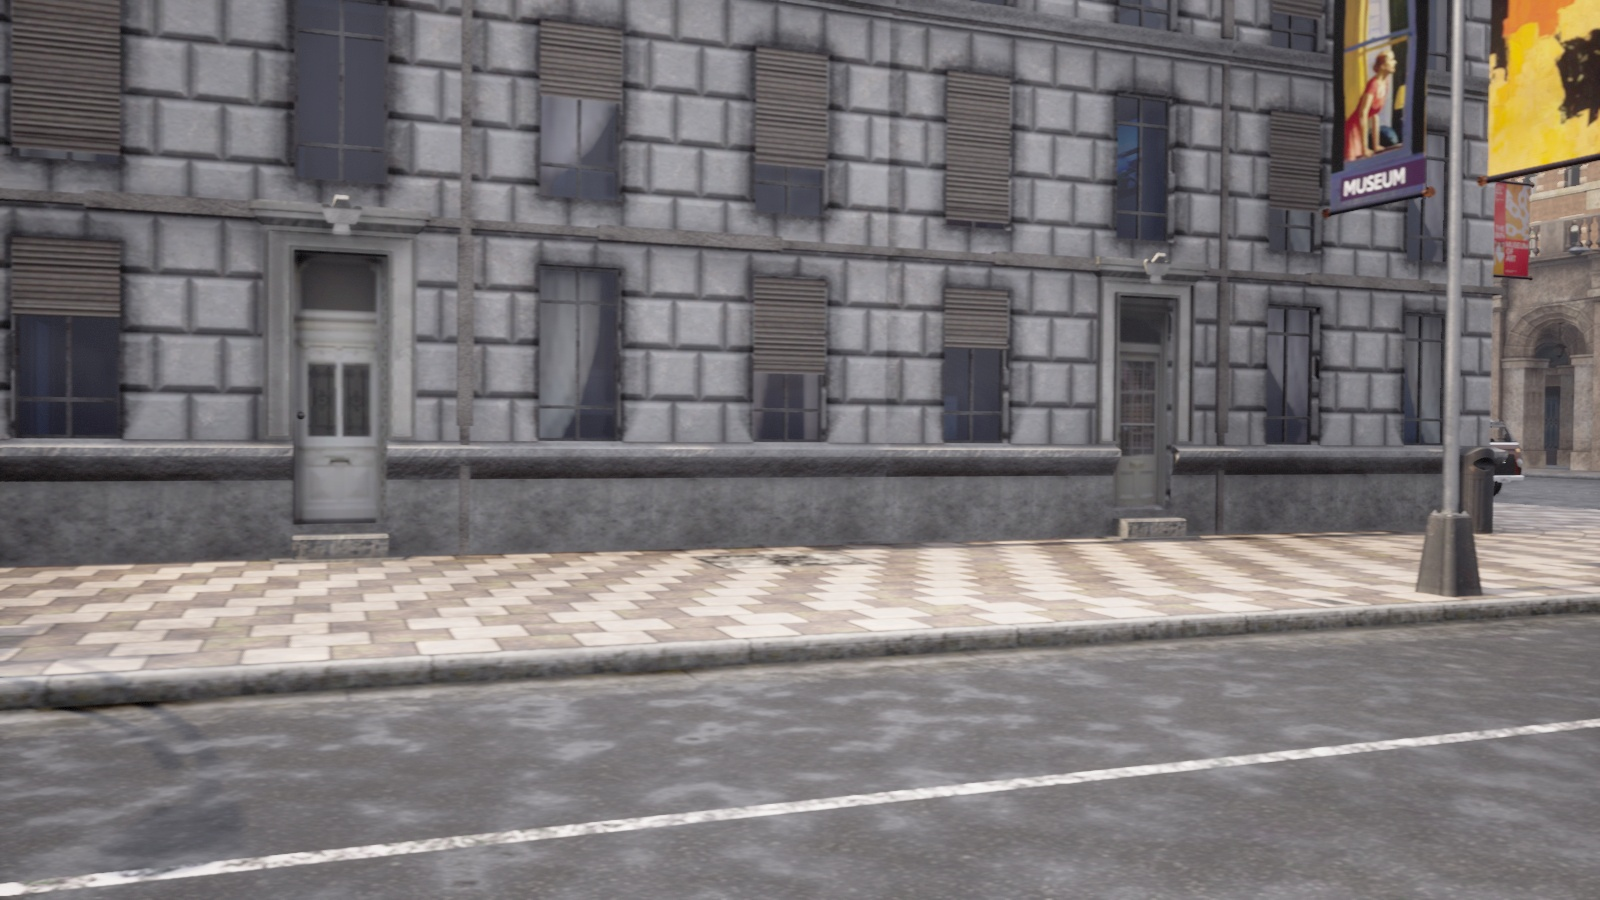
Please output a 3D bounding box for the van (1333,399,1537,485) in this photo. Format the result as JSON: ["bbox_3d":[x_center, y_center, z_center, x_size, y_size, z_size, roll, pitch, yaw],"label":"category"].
[{"bbox_3d":[16.339,-0.230,32.592,2.069,2.038,4.480,-1,1,-21],"label":"van"}]
